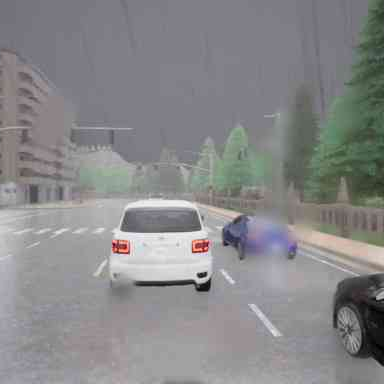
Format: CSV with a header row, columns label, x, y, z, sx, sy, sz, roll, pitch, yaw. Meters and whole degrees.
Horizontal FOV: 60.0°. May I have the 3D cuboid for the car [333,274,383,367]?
label,x,y,z,sx,sy,sz,roll,pitch,yaw
car,3.120,1.492,3.135,2.128,1.511,4.902,0,0,-3

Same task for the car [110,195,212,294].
label,x,y,z,sx,sy,sz,roll,pitch,yaw
car,-0.802,1.221,9.003,2.150,2.045,5.566,0,0,-5

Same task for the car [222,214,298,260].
label,x,y,z,sx,sy,sz,roll,pitch,yaw
car,2.342,1.526,12.363,1.812,1.442,4.674,0,0,-6
